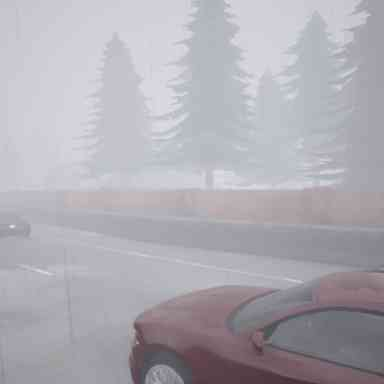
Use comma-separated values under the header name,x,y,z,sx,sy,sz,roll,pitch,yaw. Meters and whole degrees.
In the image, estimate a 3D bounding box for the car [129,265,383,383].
name,x,y,z,sx,sy,sz,roll,pitch,yaw
car,1.609,1.486,2.930,5.008,1.535,1.882,0,0,36

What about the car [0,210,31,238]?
name,x,y,z,sx,sy,sz,roll,pitch,yaw
car,-9.920,1.586,16.981,4.181,1.385,1.994,0,0,43

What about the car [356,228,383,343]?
name,x,y,z,sx,sy,sz,roll,pitch,yaw
car,5.190,1.509,4.671,4.902,1.511,2.128,0,0,35
